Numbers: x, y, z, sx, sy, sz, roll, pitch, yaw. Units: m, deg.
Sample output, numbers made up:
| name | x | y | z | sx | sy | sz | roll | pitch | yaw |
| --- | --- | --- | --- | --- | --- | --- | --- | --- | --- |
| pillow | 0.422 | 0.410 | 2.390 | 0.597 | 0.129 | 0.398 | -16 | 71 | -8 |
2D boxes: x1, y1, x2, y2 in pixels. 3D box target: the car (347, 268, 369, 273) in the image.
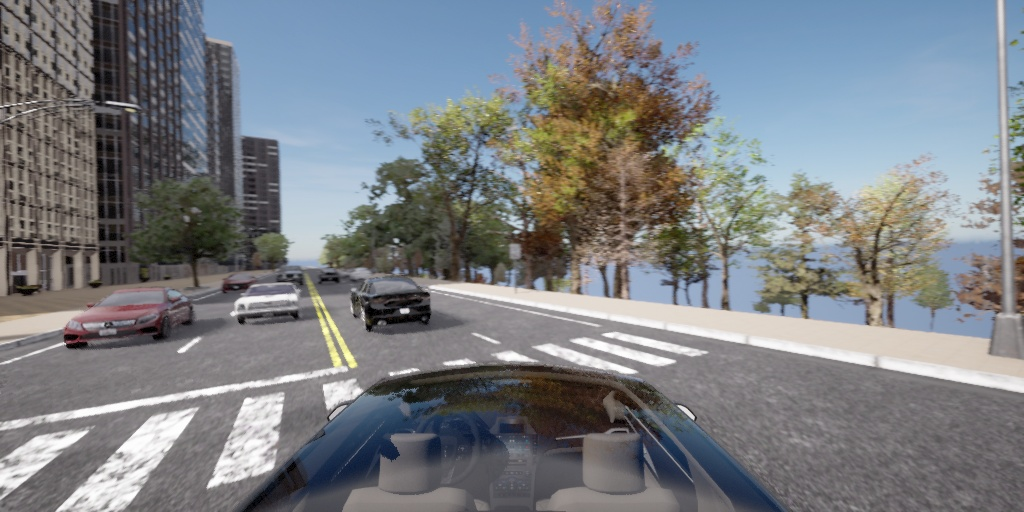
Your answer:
| name | x | y | z | sx | sy | sz | roll | pitch | yaw |
| --- | --- | --- | --- | --- | --- | --- | --- | --- | --- |
| car | -16.736 | 2.074 | 39.794 | 1.812 | 1.442 | 4.674 | -2 | 0 | -30 |

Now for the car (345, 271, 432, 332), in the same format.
| name | x | y | z | sx | sy | sz | roll | pitch | yaw |
| --- | --- | --- | --- | --- | --- | --- | --- | --- | --- |
| car | -4.223 | 1.433 | 12.101 | 1.882 | 1.535 | 5.008 | -2 | -1 | -30 |

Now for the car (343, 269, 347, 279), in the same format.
| name | x | y | z | sx | sy | sz | roll | pitch | yaw |
| --- | --- | --- | --- | --- | --- | --- | --- | --- | --- |
| car | -22.241 | 2.394 | 49.120 | 1.895 | 1.301 | 4.718 | -2 | 0 | -30 |

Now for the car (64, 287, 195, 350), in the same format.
| name | x | y | z | sx | sy | sz | roll | pitch | yaw |
| --- | --- | --- | --- | --- | --- | --- | --- | --- | --- |
| car | -11.330 | 1.701 | 10.999 | 1.812 | 1.442 | 4.674 | -2 | 0 | -31 |

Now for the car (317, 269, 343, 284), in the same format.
| name | x | y | z | sx | sy | sz | roll | pitch | yaw |
| --- | --- | --- | --- | --- | --- | --- | --- | --- | --- |
| car | -19.325 | 2.122 | 37.778 | 1.837 | 1.490 | 4.892 | -2 | 0 | -30 |

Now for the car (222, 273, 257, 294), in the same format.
| name | x | y | z | sx | sy | sz | roll | pitch | yaw |
| --- | --- | --- | --- | --- | --- | --- | --- | --- | --- |
| car | -21.731 | 2.108 | 28.762 | 1.882 | 1.535 | 5.008 | -2 | -1 | -30 |

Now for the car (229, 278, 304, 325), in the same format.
| name | x | y | z | sx | sy | sz | roll | pitch | yaw |
| --- | --- | --- | --- | --- | --- | --- | --- | --- | --- |
| car | -9.335 | 1.732 | 13.986 | 1.895 | 1.301 | 4.718 | -2 | 0 | -30 |

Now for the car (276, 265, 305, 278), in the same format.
| name | x | y | z | sx | sy | sz | roll | pitch | yaw |
| --- | --- | --- | --- | --- | --- | --- | --- | --- | --- |
| car | -21.798 | 1.902 | 35.359 | 2.150 | 2.045 | 5.566 | -2 | -1 | -30 |
